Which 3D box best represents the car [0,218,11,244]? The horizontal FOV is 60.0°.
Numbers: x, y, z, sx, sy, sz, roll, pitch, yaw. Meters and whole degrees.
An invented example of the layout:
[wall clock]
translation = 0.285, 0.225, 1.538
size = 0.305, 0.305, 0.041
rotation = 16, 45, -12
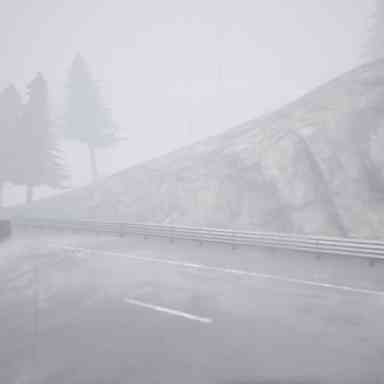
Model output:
[car]
translation = -9.897, 1.482, 14.281
size = 5.008, 1.535, 1.882
rotation = 0, 0, 30
